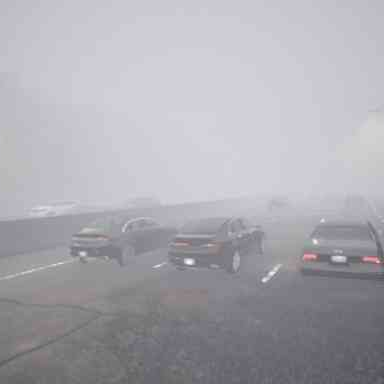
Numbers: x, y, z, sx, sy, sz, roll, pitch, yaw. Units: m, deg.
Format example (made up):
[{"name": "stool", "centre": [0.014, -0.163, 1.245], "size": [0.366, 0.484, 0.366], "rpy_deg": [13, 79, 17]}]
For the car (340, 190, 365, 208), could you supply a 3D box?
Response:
[{"name": "car", "centre": [17.392, 0.887, 35.579], "size": [2.128, 1.511, 4.902], "rpy_deg": [-2, 0, 27]}]

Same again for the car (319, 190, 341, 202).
[{"name": "car", "centre": [21.351, 0.835, 51.309], "size": [1.994, 1.385, 4.181], "rpy_deg": [-2, 0, 27]}]

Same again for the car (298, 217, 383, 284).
[{"name": "car", "centre": [4.190, 1.402, 9.192], "size": [2.033, 1.411, 5.357], "rpy_deg": [-2, 0, 27]}]

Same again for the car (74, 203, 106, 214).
[{"name": "car", "centre": [-8.134, 1.907, 31.633], "size": [2.033, 1.411, 5.357], "rpy_deg": [-2, 0, 27]}]

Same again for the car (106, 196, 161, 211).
[{"name": "car", "centre": [-4.892, 1.458, 30.323], "size": [2.150, 2.045, 5.566], "rpy_deg": [-2, 0, 27]}]

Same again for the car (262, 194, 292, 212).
[{"name": "car", "centre": [9.116, 1.215, 34.679], "size": [1.837, 1.490, 4.892], "rpy_deg": [-2, 0, 27]}]

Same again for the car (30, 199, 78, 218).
[{"name": "car", "centre": [-14.209, 1.820, 35.140], "size": [2.150, 2.045, 5.566], "rpy_deg": [-2, -1, 27]}]

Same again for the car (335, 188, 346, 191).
[{"name": "car", "centre": [39.123, 0.251, 86.824], "size": [1.895, 1.301, 4.718], "rpy_deg": [-2, 0, 27]}]

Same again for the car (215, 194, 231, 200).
[{"name": "car", "centre": [7.181, 1.212, 69.903], "size": [1.882, 1.535, 5.008], "rpy_deg": [-2, 0, 27]}]

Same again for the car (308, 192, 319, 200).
[{"name": "car", "centre": [22.664, 0.786, 61.754], "size": [2.033, 1.411, 5.357], "rpy_deg": [-2, 0, 27]}]

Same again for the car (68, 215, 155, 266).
[{"name": "car", "centre": [-2.186, 1.593, 12.083], "size": [2.128, 1.511, 4.902], "rpy_deg": [-2, 0, 27]}]

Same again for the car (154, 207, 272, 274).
[{"name": "car", "centre": [0.995, 1.485, 10.629], "size": [1.837, 1.490, 4.892], "rpy_deg": [-2, 0, 27]}]

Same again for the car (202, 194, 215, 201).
[{"name": "car", "centre": [3.789, 1.291, 70.945], "size": [2.097, 1.767, 4.553], "rpy_deg": [-2, 0, 27]}]

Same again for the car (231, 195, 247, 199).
[{"name": "car", "centre": [10.037, 1.246, 67.784], "size": [1.994, 1.385, 4.181], "rpy_deg": [-2, 0, 27]}]

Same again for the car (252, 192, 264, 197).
[{"name": "car", "centre": [13.445, 0.861, 66.797], "size": [2.097, 1.767, 4.553], "rpy_deg": [-2, 0, 27]}]

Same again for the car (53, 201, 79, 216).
[{"name": "car", "centre": [-11.110, 1.982, 33.498], "size": [1.837, 1.490, 4.892], "rpy_deg": [-2, -1, 27]}]
